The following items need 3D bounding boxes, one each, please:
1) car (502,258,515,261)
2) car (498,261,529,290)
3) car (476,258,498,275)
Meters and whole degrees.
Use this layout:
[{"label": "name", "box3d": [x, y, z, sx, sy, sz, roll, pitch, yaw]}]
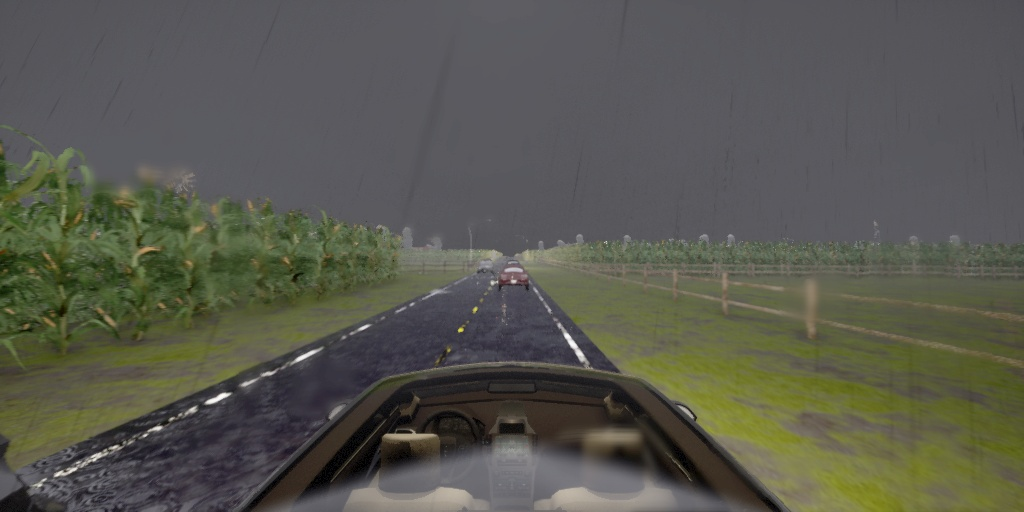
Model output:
[{"label": "car", "box3d": [0.105, 1.240, 41.235, 1.837, 1.490, 4.892, 0, 0, 0]}, {"label": "car", "box3d": [0.102, 1.272, 22.533, 1.812, 1.442, 4.674, 0, 0, 0]}, {"label": "car", "box3d": [-2.832, 1.241, 39.781, 1.837, 1.490, 4.892, 0, 0, 0]}]
